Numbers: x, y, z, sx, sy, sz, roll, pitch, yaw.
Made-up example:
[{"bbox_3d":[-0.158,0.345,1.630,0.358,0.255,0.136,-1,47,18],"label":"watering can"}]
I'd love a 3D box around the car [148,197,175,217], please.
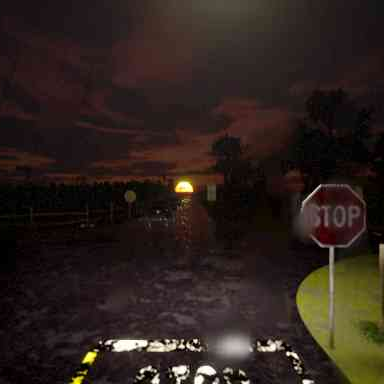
[{"bbox_3d":[-2.886,1.500,30.888,1.837,1.490,4.892,0,0,1],"label":"car"}]

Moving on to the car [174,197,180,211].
[{"bbox_3d":[-2.864,1.503,41.202,1.837,1.490,4.892,0,0,0],"label":"car"}]
